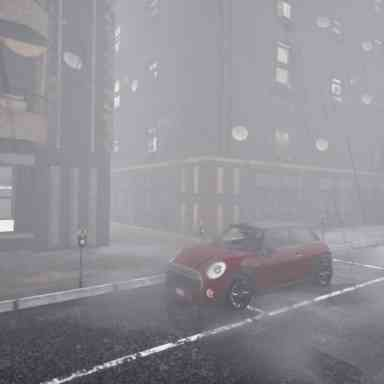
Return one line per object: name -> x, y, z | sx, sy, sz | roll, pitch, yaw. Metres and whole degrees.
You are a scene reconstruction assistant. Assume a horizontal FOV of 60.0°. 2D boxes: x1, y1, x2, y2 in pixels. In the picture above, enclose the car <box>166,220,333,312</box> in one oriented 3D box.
car -> 1.390, 1.442, 7.697 | 4.097, 1.590, 1.967 | 0, 1, -36
